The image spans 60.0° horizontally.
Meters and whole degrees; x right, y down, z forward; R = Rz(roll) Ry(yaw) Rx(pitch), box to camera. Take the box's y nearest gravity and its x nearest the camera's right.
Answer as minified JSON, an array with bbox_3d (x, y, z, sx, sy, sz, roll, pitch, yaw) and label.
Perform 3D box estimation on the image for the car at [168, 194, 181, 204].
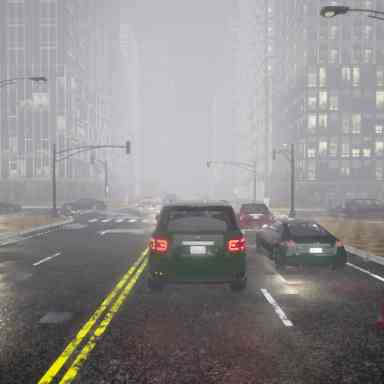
[{"bbox_3d":[-3.174,1.302,61.510,2.097,1.767,4.553,0,0,0],"label":"car"}]

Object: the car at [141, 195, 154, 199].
[{"bbox_3d":[-6.510,1.316,49.917,2.097,1.767,4.553,0,0,1],"label":"car"}]

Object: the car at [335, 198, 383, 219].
[{"bbox_3d":[16.270,1.518,30.355,5.009,1.841,2.192,1,0,1],"label":"car"}]

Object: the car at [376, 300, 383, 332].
[{"bbox_3d":[3.355,1.600,2.244,1.895,1.301,4.718,0,0,0],"label":"car"}]

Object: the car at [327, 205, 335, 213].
[{"bbox_3d":[16.940,1.678,36.125,4.181,1.385,1.994,0,1,1],"label":"car"}]

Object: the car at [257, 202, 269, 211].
[{"bbox_3d":[3.394,1.341,19.683,2.097,1.767,4.553,0,0,0],"label":"car"}]

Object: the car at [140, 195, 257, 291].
[{"bbox_3d":[0.122,1.217,9.142,2.150,2.045,5.566,0,0,0],"label":"car"}]

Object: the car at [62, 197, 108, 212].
[{"bbox_3d":[-11.768,1.363,36.646,4.892,1.490,1.837,1,1,1],"label":"car"}]

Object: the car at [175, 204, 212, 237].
[{"bbox_3d":[0.139,1.515,18.824,1.812,1.442,4.674,0,0,2],"label":"car"}]

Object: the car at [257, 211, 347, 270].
[{"bbox_3d":[3.375,1.558,11.069,1.994,1.385,4.181,0,0,0],"label":"car"}]

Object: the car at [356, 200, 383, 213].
[{"bbox_3d":[21.897,1.641,38.628,4.829,1.417,1.752,1,0,1],"label":"car"}]

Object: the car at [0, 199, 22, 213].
[{"bbox_3d":[-19.565,1.404,33.615,4.181,1.385,1.994,1,1,1],"label":"car"}]

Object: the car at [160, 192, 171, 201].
[{"bbox_3d":[-6.319,1.150,79.731,2.150,2.045,5.566,0,0,0],"label":"car"}]

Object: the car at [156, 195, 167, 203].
[{"bbox_3d":[-6.343,1.417,69.161,1.882,1.535,5.008,0,0,0],"label":"car"}]

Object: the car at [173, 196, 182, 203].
[{"bbox_3d":[-3.088,1.532,71.563,1.895,1.301,4.718,0,0,0],"label":"car"}]

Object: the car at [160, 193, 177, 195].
[{"bbox_3d":[-3.246,1.183,51.699,2.150,2.045,5.566,0,0,-1],"label":"car"}]

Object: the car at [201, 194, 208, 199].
[{"bbox_3d":[3.459,1.216,91.591,1.882,1.535,5.008,0,0,0],"label":"car"}]

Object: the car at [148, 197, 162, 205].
[{"bbox_3d":[-6.438,1.554,58.907,1.895,1.301,4.718,0,0,0],"label":"car"}]
